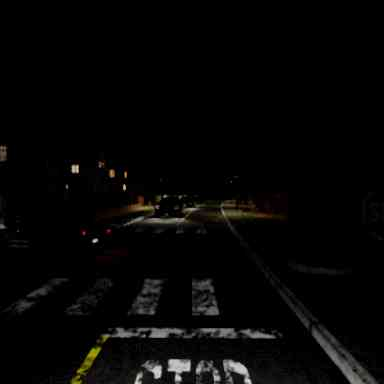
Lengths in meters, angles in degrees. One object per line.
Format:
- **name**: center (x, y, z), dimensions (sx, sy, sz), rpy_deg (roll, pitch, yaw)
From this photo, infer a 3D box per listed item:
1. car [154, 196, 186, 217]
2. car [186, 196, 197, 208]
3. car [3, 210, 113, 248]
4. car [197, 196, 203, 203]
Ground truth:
- **car**: center (-1.944, 1.227, 29.085), dimensions (2.097, 1.767, 4.553), rpy_deg (0, 0, 3)
- **car**: center (-0.753, 1.373, 45.014), dimensions (1.837, 1.490, 4.892), rpy_deg (0, 1, 5)
- **car**: center (-5.659, 1.384, 13.867), dimensions (4.718, 1.301, 1.895), rpy_deg (5, 0, 29)
- **car**: center (0.984, 1.297, 60.737), dimensions (1.895, 1.301, 4.718), rpy_deg (0, 0, 7)
